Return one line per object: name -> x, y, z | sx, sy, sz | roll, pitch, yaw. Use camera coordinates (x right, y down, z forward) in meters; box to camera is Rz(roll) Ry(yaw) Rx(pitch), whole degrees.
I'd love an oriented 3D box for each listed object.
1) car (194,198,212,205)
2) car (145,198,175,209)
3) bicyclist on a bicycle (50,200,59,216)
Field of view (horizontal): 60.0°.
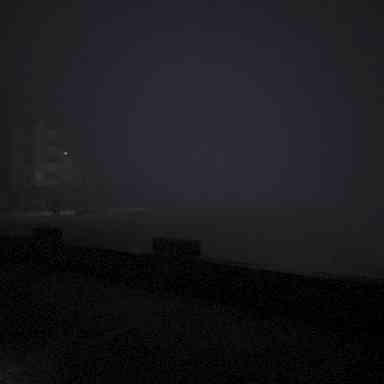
car -> 2.201, 1.880, 64.563 | 2.128, 1.511, 4.902 | -1, 0, 35
car -> -5.392, 1.739, 53.882 | 2.097, 1.767, 4.553 | -1, -1, 36
bicyclist on a bicycle -> -14.147, 1.689, 34.218 | 1.656, 1.620, 0.582 | -1, -1, 35
